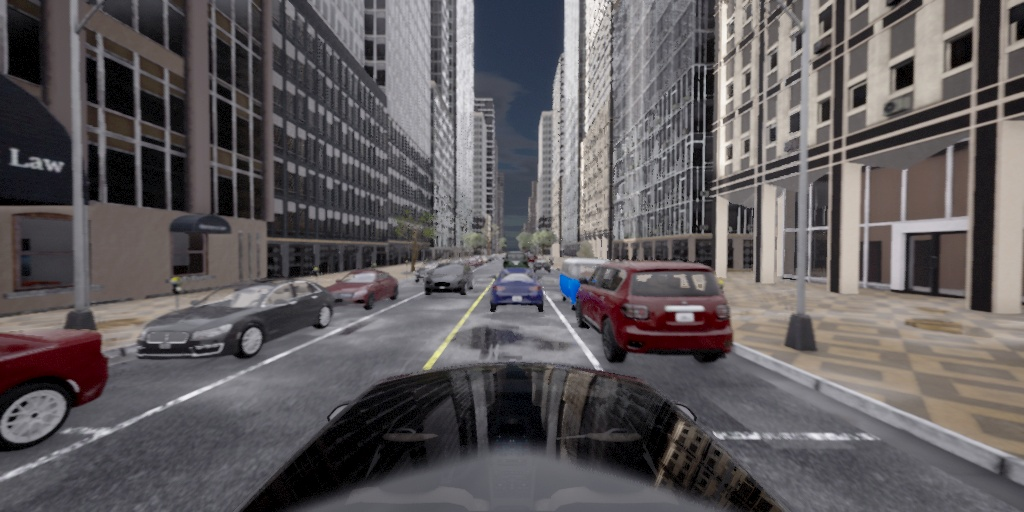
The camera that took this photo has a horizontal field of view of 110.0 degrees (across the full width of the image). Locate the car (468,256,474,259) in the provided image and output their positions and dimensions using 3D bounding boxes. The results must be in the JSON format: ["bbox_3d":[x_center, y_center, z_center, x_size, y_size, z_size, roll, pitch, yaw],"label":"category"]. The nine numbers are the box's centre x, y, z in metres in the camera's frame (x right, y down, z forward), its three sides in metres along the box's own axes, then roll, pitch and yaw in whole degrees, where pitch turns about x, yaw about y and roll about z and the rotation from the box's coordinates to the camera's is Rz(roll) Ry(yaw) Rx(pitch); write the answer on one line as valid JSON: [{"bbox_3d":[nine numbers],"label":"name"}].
[{"bbox_3d":[-5.433,0.934,36.474,2.007,1.370,4.403,0,0,0],"label":"car"}]

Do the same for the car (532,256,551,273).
[{"bbox_3d":[2.947,0.967,36.408,2.007,1.370,4.403,0,0,0],"label":"car"}]

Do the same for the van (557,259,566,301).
[{"bbox_3d":[2.767,0.983,13.676,1.690,1.789,3.998,0,0,0],"label":"van"}]

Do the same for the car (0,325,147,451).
[{"bbox_3d":[-5.703,1.267,2.375,1.888,1.381,4.507,0,0,0],"label":"car"}]

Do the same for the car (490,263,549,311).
[{"bbox_3d":[0.180,1.159,13.593,1.812,1.442,4.674,0,1,0],"label":"car"}]

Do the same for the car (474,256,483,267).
[{"bbox_3d":[-5.343,0.853,47.840,1.802,1.307,4.207,0,0,0],"label":"car"}]

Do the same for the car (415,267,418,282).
[{"bbox_3d":[-5.524,1.047,25.108,2.007,1.370,4.403,0,0,0],"label":"car"}]

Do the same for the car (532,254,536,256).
[{"bbox_3d":[3.127,0.505,59.141,2.192,1.841,5.009,0,0,0],"label":"car"}]

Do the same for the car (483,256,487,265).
[{"bbox_3d":[-5.298,0.654,53.524,1.967,1.591,4.097,0,0,0],"label":"car"}]

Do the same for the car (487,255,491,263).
[{"bbox_3d":[-5.209,0.626,64.721,1.751,1.417,4.829,0,0,0],"label":"car"}]

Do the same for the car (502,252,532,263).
[{"bbox_3d":[0.320,0.683,30.871,2.150,2.045,5.566,0,1,0],"label":"car"}]

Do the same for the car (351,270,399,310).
[{"bbox_3d":[-5.613,1.191,13.742,1.802,1.307,4.207,0,0,0],"label":"car"}]

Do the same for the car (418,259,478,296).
[{"bbox_3d":[-2.981,1.084,17.831,1.837,1.490,4.892,0,1,1],"label":"car"}]

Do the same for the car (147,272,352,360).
[{"bbox_3d":[-5.659,1.216,8.058,2.007,1.370,4.403,0,0,0],"label":"car"}]

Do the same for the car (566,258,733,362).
[{"bbox_3d":[2.722,1.013,7.992,2.192,1.841,5.009,0,0,0],"label":"car"}]
